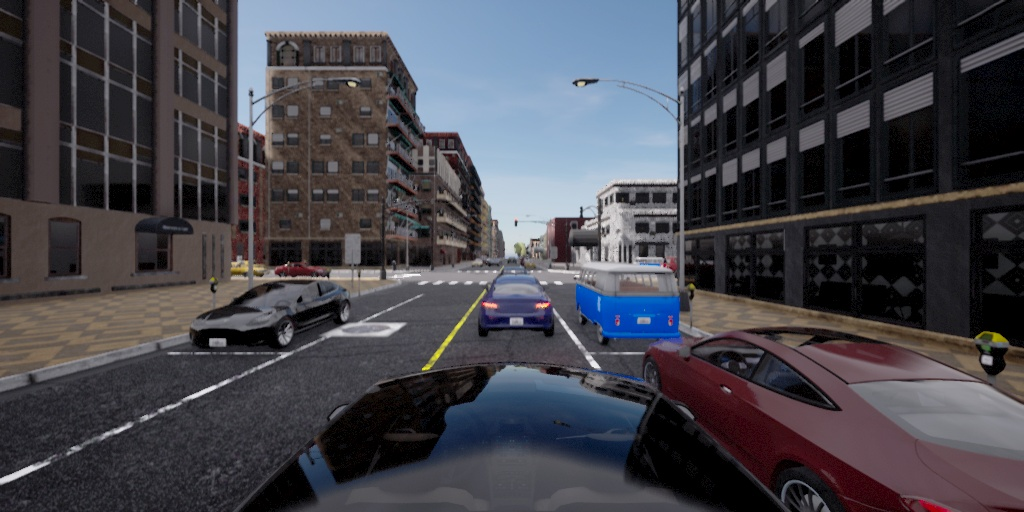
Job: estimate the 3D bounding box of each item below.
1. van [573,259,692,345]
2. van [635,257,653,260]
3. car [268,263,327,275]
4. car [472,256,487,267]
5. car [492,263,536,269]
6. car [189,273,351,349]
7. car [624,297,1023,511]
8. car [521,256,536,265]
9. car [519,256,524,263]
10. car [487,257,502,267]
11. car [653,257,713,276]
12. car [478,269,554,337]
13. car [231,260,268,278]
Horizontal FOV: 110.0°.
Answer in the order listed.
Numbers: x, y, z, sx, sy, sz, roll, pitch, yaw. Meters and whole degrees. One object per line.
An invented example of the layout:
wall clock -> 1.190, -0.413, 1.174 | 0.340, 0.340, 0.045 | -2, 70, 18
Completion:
van -> 2.659, 1.067, 9.083 | 1.690, 1.789, 3.998 | 0, 0, 0
van -> 14.907, 1.054, 38.345 | 3.998, 1.789, 1.690 | 0, 0, 0
car -> -17.460, 1.190, 29.895 | 4.207, 1.307, 1.802 | 0, 0, 0
car -> -5.676, 1.127, 59.240 | 1.751, 1.417, 4.829 | 0, 0, 0
car -> 0.097, 1.262, 18.533 | 1.994, 1.385, 4.181 | 0, 0, 0
car -> -5.688, 1.292, 9.111 | 1.948, 1.339, 4.313 | 0, 0, 0
car -> 2.658, 1.326, 3.394 | 1.802, 1.307, 4.207 | 0, 0, 0
car -> 2.704, 1.138, 54.039 | 1.751, 1.417, 4.829 | 0, 0, 0
car -> 2.707, 1.173, 64.948 | 1.802, 1.307, 4.207 | 0, 0, 0
car -> -3.051, 1.106, 60.211 | 1.837, 1.490, 4.892 | 0, 0, 0
car -> 14.927, 1.014, 29.965 | 5.009, 1.841, 2.192 | 0, 0, 0
car -> 0.103, 1.249, 10.082 | 1.812, 1.442, 4.674 | 0, 0, 0
car -> -22.952, 1.123, 29.883 | 4.829, 1.417, 1.751 | 0, 0, 0
